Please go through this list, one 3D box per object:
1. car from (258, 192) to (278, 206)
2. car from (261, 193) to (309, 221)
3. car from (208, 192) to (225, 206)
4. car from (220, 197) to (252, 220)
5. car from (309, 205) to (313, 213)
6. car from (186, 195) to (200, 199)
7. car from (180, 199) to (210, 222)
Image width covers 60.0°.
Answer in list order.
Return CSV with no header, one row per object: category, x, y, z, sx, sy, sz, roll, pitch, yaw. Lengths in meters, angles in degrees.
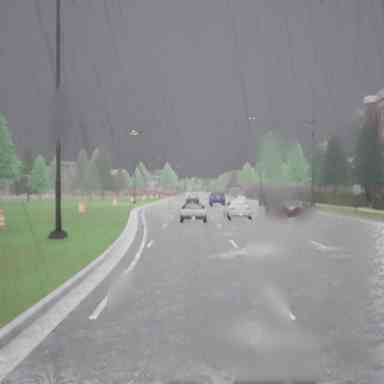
car,10.511,1.005,44.965,2.150,2.045,5.566,0,1,0
car,7.100,1.225,25.929,2.097,1.767,4.553,0,0,0
car,3.594,0.981,48.106,2.150,2.045,5.566,0,0,0
car,3.587,1.395,26.690,1.812,1.442,4.674,0,0,0
car,10.500,1.436,33.755,1.895,1.301,4.718,0,0,0
car,0.093,1.240,48.747,1.882,1.535,5.008,0,0,0
car,0.101,1.479,24.979,1.895,1.301,4.718,0,0,0
